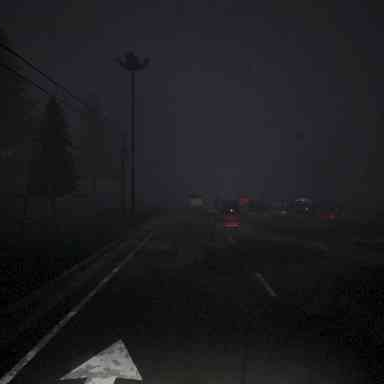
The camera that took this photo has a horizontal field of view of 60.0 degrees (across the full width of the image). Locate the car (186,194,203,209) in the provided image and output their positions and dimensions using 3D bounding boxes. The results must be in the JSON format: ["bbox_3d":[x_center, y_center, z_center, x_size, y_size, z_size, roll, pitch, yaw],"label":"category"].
[{"bbox_3d":[0.344,1.221,44.651,2.150,2.045,5.566,0,0,1],"label":"car"}]

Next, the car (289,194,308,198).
[{"bbox_3d":[14.342,1.221,45.555,2.150,2.045,5.566,0,0,0],"label":"car"}]

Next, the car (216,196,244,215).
[{"bbox_3d":[3.787,1.505,34.053,1.837,1.490,4.892,0,0,0],"label":"car"}]

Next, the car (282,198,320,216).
[{"bbox_3d":[10.783,1.564,33.178,1.994,1.385,4.181,0,0,0],"label":"car"}]

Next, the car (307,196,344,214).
[{"bbox_3d":[14.295,1.491,35.307,2.128,1.511,4.902,0,0,0],"label":"car"}]

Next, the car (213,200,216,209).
[{"bbox_3d":[3.824,1.547,44.430,2.033,1.411,5.357,0,0,1],"label":"car"}]

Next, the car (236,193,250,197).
[{"bbox_3d":[7.352,1.221,48.317,2.150,2.045,5.566,0,0,1],"label":"car"}]

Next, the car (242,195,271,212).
[{"bbox_3d":[7.313,1.477,38.305,1.882,1.535,5.008,0,0,1],"label":"car"}]

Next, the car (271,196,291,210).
[{"bbox_3d":[10.819,1.547,43.268,2.033,1.411,5.357,0,0,0],"label":"car"}]
